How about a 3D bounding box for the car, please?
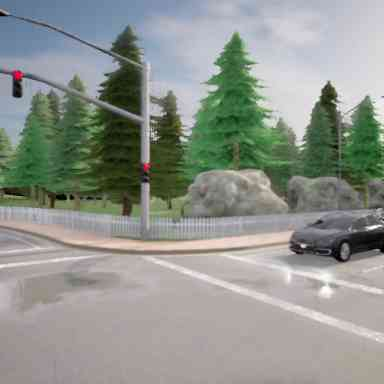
[{"bbox_3d":[5.666,1.540,12.355,4.892,1.490,1.837,0,0,-35],"label":"car"}]
